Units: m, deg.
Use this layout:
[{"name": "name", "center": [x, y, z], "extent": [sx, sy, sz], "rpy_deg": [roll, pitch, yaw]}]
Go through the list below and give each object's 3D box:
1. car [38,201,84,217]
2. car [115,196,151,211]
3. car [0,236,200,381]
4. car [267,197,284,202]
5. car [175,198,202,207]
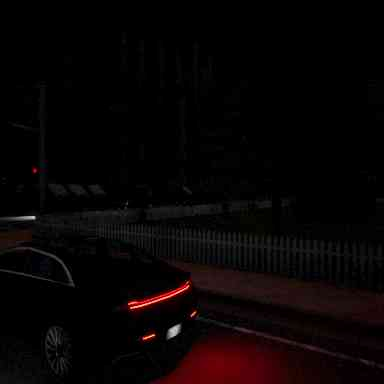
[{"name": "car", "center": [-12.451, 1.564, 31.904], "extent": [1.994, 1.385, 4.181], "rpy_deg": [0, 0, 34]}, {"name": "car", "center": [-7.036, 1.352, 39.929], "extent": [2.097, 1.767, 4.553], "rpy_deg": [0, 0, 34]}, {"name": "car", "center": [-2.185, 1.491, 5.497], "extent": [4.902, 1.511, 2.128], "rpy_deg": [0, 0, 36]}, {"name": "car", "center": [15.127, 1.547, 59.938], "extent": [2.033, 1.411, 5.357], "rpy_deg": [0, 0, 34]}, {"name": "car", "center": [-0.467, 1.601, 49.647], "extent": [1.895, 1.301, 4.718], "rpy_deg": [0, 0, 34]}]
